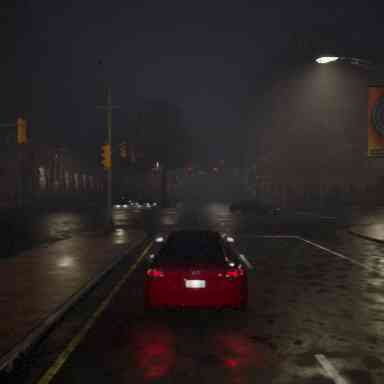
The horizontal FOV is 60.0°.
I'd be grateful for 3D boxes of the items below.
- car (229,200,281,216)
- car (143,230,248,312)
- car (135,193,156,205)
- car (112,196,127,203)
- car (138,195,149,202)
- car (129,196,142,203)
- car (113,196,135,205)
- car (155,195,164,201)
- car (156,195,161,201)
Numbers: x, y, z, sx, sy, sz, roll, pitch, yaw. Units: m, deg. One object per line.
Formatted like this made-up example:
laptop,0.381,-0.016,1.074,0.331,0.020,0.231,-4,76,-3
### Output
car,5.974,1.501,31.816,4.892,1.490,1.837,0,1,15
car,0.072,1.563,7.787,1.994,1.385,4.181,0,0,0
car,-8.103,1.215,58.652,2.150,2.045,5.566,0,0,0
car,-14.776,1.587,67.893,1.895,1.301,4.718,0,0,0
car,-11.532,1.468,79.885,1.882,1.535,5.008,0,0,0
car,-11.527,1.555,68.485,1.994,1.385,4.181,0,0,0
car,-11.605,1.557,56.936,1.994,1.385,4.181,0,0,0
car,-8.033,1.490,82.388,1.837,1.490,4.892,0,0,0
car,-8.028,1.591,68.969,1.895,1.301,4.718,0,0,0
